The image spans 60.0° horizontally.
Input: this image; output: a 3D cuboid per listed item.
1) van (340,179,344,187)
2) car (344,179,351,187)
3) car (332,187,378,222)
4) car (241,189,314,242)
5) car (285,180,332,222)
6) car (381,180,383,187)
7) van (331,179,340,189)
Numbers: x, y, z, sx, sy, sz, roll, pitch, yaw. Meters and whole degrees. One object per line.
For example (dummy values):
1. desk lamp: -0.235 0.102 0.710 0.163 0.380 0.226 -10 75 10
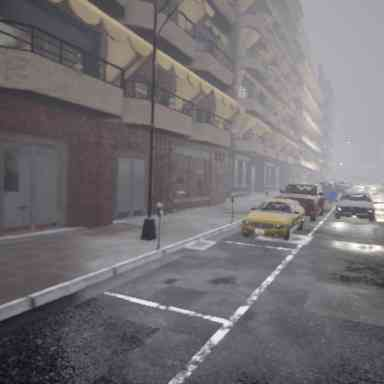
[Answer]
1. van: 13.467 -0.233 32.504 1.690 1.788 3.998 5 4 27
2. car: 18.519 -0.694 42.333 2.192 1.841 5.009 5 4 27
3. car: 9.013 0.677 18.303 2.033 1.411 5.357 3 4 27
4. car: 3.278 0.848 12.705 1.752 1.417 4.829 5 4 27
5. car: 5.892 0.406 17.757 2.192 1.841 5.009 5 4 27
6. car: 45.675 -2.007 78.042 2.192 1.841 5.009 4 4 27
7. van: 10.941 -0.014 27.587 1.690 1.788 3.998 5 4 27
